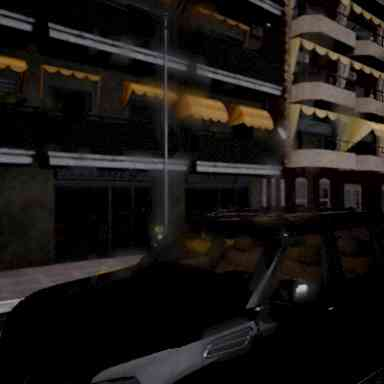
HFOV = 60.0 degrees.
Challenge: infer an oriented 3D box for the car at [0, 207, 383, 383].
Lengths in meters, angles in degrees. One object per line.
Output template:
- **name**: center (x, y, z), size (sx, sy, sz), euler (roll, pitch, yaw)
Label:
- **car**: center (0.795, 1.246, 3.945), size (5.566, 2.045, 2.150), euler (1, 0, -35)

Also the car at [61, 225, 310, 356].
- **car**: center (0.133, 1.559, 6.663), size (4.829, 1.417, 1.752), euler (1, -1, -35)
